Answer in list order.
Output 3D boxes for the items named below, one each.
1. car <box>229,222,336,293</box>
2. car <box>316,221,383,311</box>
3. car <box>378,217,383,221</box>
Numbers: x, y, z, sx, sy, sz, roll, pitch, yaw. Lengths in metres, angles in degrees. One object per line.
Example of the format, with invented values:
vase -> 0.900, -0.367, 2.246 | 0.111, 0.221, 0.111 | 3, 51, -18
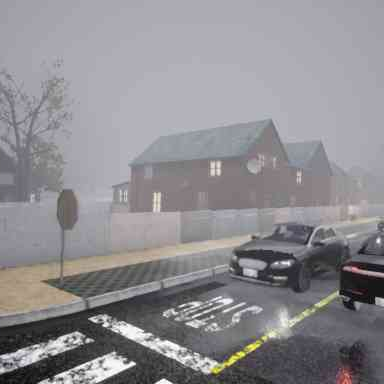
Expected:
car -> 2.962, 1.634, 9.482 | 2.128, 1.511, 4.902 | 0, -1, 42
car -> 4.738, 1.626, 7.190 | 2.128, 1.511, 4.902 | 0, -1, 42
car -> 13.129, 1.952, 20.943 | 1.837, 1.490, 4.892 | 0, -2, 42
